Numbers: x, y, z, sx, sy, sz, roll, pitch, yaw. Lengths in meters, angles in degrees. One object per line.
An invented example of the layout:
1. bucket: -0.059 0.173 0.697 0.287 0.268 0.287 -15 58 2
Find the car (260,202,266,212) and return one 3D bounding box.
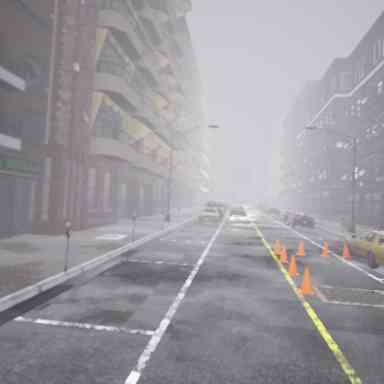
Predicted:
1. car: 13.096 2.952 56.451 1.887 1.381 4.507 4 -1 8

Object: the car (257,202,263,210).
1. car: 13.845 2.967 61.933 1.967 1.590 4.097 4 -1 8

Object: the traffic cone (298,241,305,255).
1. traffic cone: 4.632 2.360 14.092 0.340 0.580 0.340 3 -1 8

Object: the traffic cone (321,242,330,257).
1. traffic cone: 5.621 2.408 13.958 0.340 0.580 0.340 3 -1 8

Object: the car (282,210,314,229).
1. car: 9.428 2.384 29.048 1.887 1.381 4.507 4 -1 8

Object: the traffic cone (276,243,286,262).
1. traffic cone: 3.377 2.274 12.243 0.340 0.580 0.340 3 -1 8

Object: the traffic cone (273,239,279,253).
1. traffic cone: 3.642 2.312 14.225 0.340 0.580 0.340 3 -1 8

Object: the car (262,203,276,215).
1. car: 12.363 2.835 50.971 1.887 1.381 4.507 4 -1 8

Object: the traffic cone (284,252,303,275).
1. traffic cone: 3.111 2.236 10.261 0.340 0.580 0.340 3 -1 8

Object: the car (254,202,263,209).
1. car: 16.735 3.454 83.863 1.967 1.590 4.097 4 -1 8

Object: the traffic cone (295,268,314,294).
1. traffic cone: 2.846 2.199 8.279 0.340 0.580 0.340 3 -1 8

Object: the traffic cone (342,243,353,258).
1. traffic cone: 6.433 2.429 13.856 0.340 0.580 0.340 -4 -2 9

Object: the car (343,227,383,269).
1. car: 7.251 2.044 12.776 1.752 1.417 4.829 4 -1 8

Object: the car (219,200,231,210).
1. car: 6.787 2.587 68.527 2.192 1.841 5.009 4 -1 8

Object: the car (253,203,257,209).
1. car: 15.279 3.081 72.902 2.192 1.841 5.009 4 -1 8

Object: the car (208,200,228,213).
1. car: 2.388 1.890 35.646 2.192 1.841 5.009 4 -1 8

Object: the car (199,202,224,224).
1. car: 1.615 1.987 29.994 1.752 1.417 4.829 4 -1 8

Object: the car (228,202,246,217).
1. car: 5.771 2.394 41.879 1.994 1.385 4.181 3 -1 8

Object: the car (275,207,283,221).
1. car: 10.162 2.500 34.529 2.008 1.369 4.403 4 -1 8
